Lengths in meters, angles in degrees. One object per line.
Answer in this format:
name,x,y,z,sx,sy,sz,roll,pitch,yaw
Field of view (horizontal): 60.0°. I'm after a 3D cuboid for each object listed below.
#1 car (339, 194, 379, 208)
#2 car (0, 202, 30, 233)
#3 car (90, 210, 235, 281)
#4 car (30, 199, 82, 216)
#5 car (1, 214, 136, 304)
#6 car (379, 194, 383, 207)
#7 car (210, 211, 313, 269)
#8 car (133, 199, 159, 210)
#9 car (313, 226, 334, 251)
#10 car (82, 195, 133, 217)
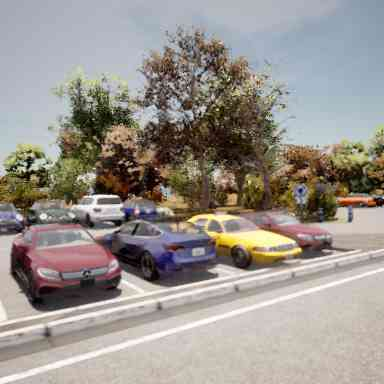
car,19.578,0.985,40.429,2.185,1.767,4.553,-1,0,-35
car,-11.112,1.394,19.196,2.185,1.767,4.553,0,0,-35
car,-1.182,1.534,10.196,2.163,1.488,4.792,0,0,-35
car,-8.838,1.379,20.804,2.185,1.767,4.553,0,0,-35
car,-3.439,1.560,8.567,2.002,1.452,4.674,0,0,-35
car,21.771,1.091,42.003,2.097,1.535,5.008,-1,0,-35
car,1.214,1.487,11.628,1.946,1.575,5.366,0,0,-35
car,-4.152,1.348,24.042,2.185,1.767,4.553,0,0,-35
car,3.255,1.516,13.317,2.002,1.452,4.674,0,-1,-35
car,-6.462,1.237,22.482,2.435,2.045,5.566,0,0,-35
